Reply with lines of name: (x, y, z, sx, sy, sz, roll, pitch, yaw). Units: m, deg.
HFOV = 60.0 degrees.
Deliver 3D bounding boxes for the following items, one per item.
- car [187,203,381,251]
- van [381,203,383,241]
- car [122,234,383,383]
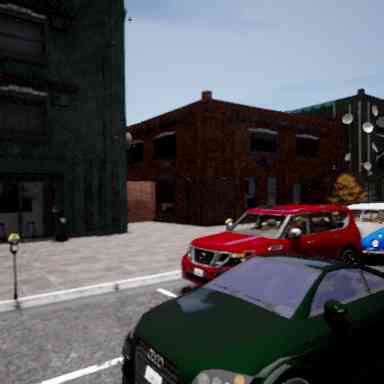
car: (2.182, 1.275, 8.120, 5.009, 1.841, 2.192, 0, 0, -35)
van: (6.699, 1.267, 11.341, 3.998, 1.788, 1.690, 0, 0, -35)
car: (1.261, 1.543, 4.273, 4.181, 1.385, 1.994, 0, 0, -35)
